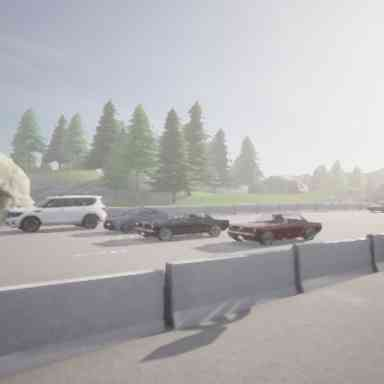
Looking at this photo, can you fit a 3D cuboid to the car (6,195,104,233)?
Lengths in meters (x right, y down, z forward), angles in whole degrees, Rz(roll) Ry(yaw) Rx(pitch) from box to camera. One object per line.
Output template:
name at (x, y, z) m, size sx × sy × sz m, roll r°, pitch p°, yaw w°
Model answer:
car at (-7.891, 1.226, 19.854) m, size 5.566 × 2.045 × 2.150 m, roll 0°, pitch 0°, yaw -35°

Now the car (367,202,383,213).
car at (24.953, 1.945, 43.239) m, size 5.357 × 1.411 × 2.033 m, roll 1°, pitch -1°, yaw -35°

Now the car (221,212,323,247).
car at (3.870, 1.628, 15.346) m, size 4.718 × 1.301 × 1.895 m, roll 0°, pitch 0°, yaw -35°

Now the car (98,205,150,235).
car at (-2.875, 1.578, 19.132) m, size 4.181 × 1.385 × 1.994 m, roll 0°, pitch 0°, yaw -35°

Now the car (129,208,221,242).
car at (-0.441, 1.617, 16.571) m, size 4.718 × 1.301 × 1.895 m, roll 0°, pitch 0°, yaw -35°
